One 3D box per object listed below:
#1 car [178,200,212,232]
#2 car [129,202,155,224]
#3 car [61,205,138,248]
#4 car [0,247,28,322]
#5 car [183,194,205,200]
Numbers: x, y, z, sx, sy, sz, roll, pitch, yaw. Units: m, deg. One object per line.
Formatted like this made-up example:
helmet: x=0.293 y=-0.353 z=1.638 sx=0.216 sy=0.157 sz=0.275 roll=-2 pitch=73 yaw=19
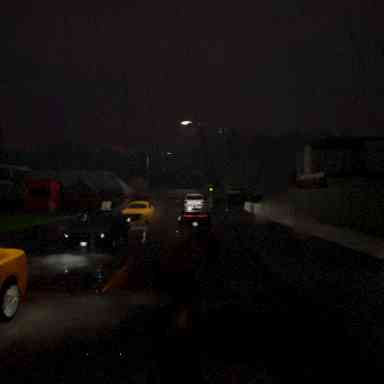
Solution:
car: x=0.183 y=1.486 z=20.151 sx=2.128 sy=1.511 sz=4.902 roll=0 pitch=0 yaw=0
car: x=-3.967 y=1.470 z=25.048 sx=1.882 sy=1.535 sz=5.008 roll=0 pitch=0 yaw=1
car: x=-4.022 y=1.543 z=15.021 sx=2.033 sy=1.411 sz=5.357 roll=0 pitch=0 yaw=0
car: x=-4.060 y=1.475 z=4.378 sx=1.882 sy=1.535 sz=5.008 roll=0 pitch=0 yaw=-1
car: x=0.247 y=1.213 z=35.898 sx=2.150 sy=2.045 sz=5.566 roll=0 pitch=0 yaw=0
